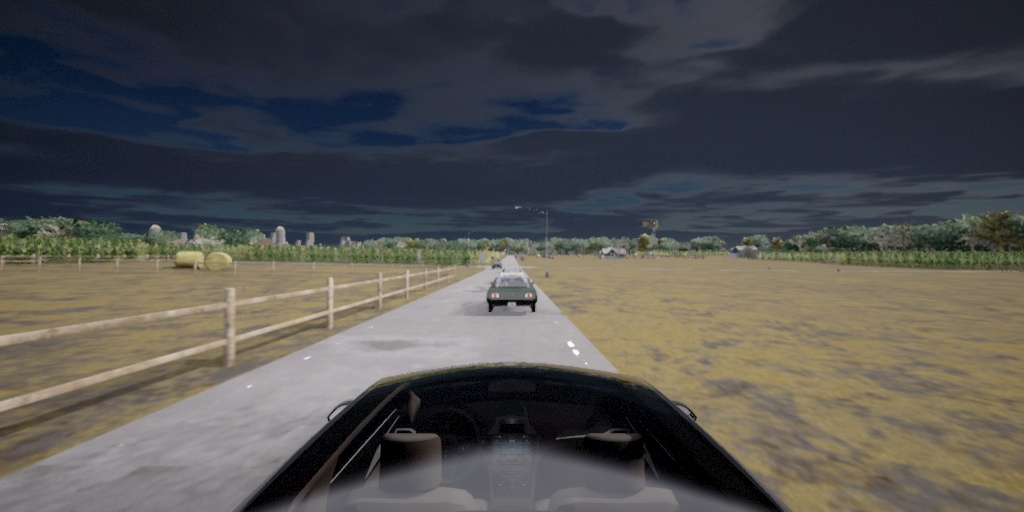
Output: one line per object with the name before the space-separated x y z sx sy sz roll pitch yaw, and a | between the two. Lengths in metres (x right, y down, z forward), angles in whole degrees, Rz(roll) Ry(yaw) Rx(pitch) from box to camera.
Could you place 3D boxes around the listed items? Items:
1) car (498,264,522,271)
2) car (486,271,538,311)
car | 0.007 1.595 30.095 1.895 1.301 4.718 0 0 0
car | 0.011 1.473 15.096 1.895 1.301 4.718 0 0 0
